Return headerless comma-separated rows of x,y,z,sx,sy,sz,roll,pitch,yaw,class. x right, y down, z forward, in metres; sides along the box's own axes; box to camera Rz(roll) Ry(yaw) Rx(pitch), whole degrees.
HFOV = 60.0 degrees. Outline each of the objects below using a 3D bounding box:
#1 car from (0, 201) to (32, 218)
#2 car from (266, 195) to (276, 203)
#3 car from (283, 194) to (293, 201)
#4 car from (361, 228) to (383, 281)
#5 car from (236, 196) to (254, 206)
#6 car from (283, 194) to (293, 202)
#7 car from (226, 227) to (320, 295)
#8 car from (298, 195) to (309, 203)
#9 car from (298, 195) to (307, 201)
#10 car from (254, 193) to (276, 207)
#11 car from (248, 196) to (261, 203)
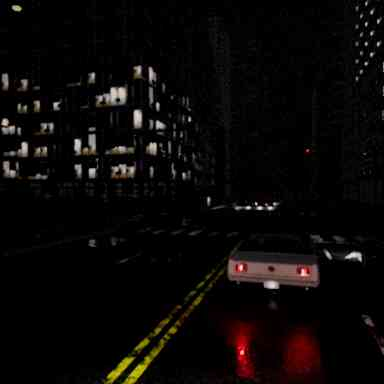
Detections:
-15.738,1.429,28.193,4.313,1.339,1.947,1,1,18,car
15.953,1.413,67.010,1.882,1.535,5.008,0,1,16,car
23.158,1.269,80.014,2.128,1.511,4.902,0,0,16,car
5.345,1.499,7.789,1.837,1.490,4.892,0,0,16,car
8.245,1.434,52.593,1.882,1.535,5.008,0,0,17,car
20.351,1.516,70.448,1.895,1.301,4.718,0,0,16,car
2.269,1.595,8.860,1.895,1.301,4.718,0,0,17,car
23.343,1.460,69.102,2.033,1.411,5.357,0,0,16,car
26.285,1.339,79.127,1.895,1.301,4.718,0,0,16,car
11.528,1.177,52.224,2.150,2.045,5.566,0,0,17,car
12.706,1.479,67.485,2.033,1.411,5.357,0,0,16,car
